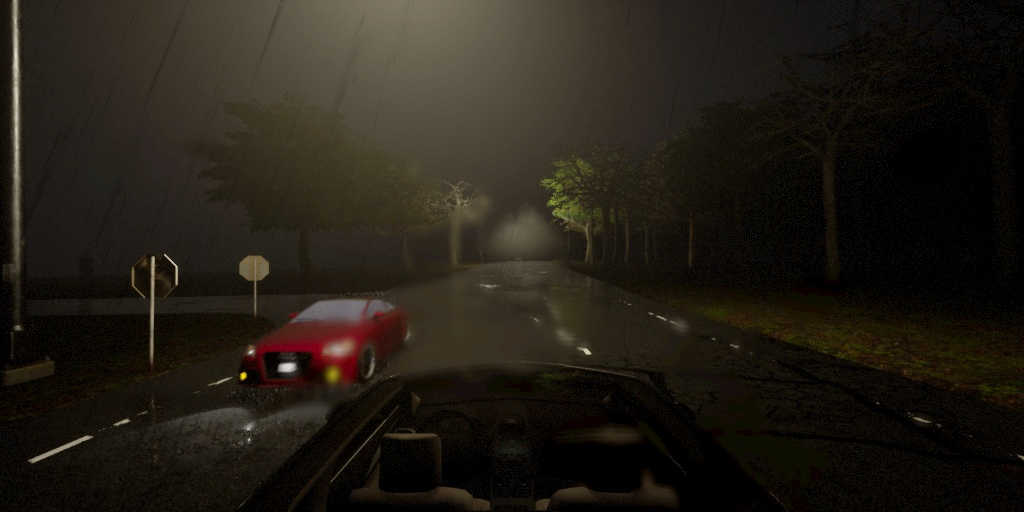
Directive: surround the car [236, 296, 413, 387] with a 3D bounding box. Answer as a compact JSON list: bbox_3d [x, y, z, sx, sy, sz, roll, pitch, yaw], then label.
[{"bbox_3d":[-3.539,1.578,7.629,1.994,1.385,4.181,-1,0,0],"label":"car"}]
